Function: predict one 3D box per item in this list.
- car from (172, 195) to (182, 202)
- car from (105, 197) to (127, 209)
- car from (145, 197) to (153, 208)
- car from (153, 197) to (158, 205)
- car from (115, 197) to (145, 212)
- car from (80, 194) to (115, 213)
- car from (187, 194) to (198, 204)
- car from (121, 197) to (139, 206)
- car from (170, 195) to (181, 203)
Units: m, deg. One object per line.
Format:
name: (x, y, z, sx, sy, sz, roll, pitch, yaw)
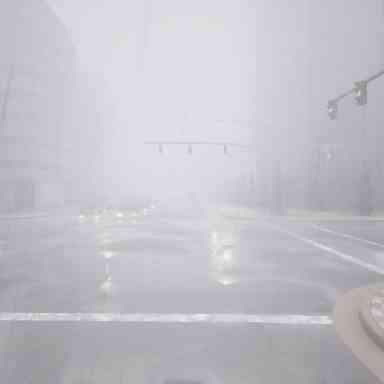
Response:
car: (-3.390, 1.494, 76.002, 2.128, 1.511, 4.902, 0, 0, 0)
car: (-10.531, 1.477, 46.438, 1.882, 1.535, 5.008, 0, 0, 0)
car: (-7.027, 1.526, 47.064, 1.812, 1.442, 4.674, 0, 0, 0)
car: (-7.001, 1.564, 56.943, 1.994, 1.385, 4.181, 0, 0, 0)
car: (-7.045, 1.352, 38.080, 2.097, 1.767, 4.553, 0, 0, 0)
car: (-10.546, 1.221, 36.736, 2.150, 2.045, 5.566, 0, 0, 0)
car: (0.096, 1.547, 66.100, 2.033, 1.411, 5.357, 0, 0, 0)
car: (-10.501, 1.547, 56.771, 2.033, 1.411, 5.357, 0, 0, 0)
car: (-3.404, 1.505, 66.674, 1.837, 1.490, 4.892, 0, 0, 0)
